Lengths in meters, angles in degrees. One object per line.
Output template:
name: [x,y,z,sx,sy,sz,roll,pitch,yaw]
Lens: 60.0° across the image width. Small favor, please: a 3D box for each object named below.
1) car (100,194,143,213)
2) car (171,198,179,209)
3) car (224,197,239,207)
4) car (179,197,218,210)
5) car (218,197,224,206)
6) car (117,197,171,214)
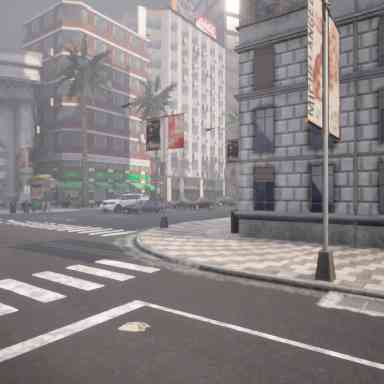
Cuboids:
car: [-7.771,1.221,37.844,2.150,2.045,5.566,0,0,36]
car: [-1.771,1.526,45.847,1.812,1.442,4.674,0,0,37]
car: [7.438,1.564,51.225,4.181,1.385,1.994,0,0,-43]
car: [0.907,1.478,43.629,1.882,1.535,5.008,0,0,38]
car: [4.881,1.492,53.605,4.902,1.511,2.128,0,0,-44]
car: [-5.056,1.547,35.651,2.033,1.411,5.357,0,0,36]
